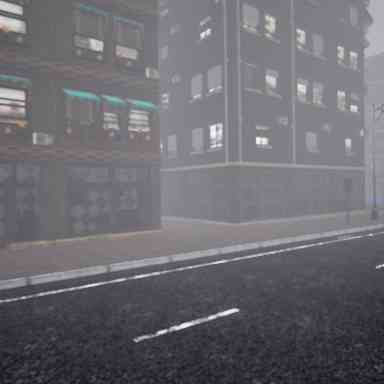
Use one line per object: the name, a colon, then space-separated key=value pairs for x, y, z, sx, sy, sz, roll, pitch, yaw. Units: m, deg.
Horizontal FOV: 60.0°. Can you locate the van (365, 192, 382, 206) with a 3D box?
van: x=22.794 y=0.900 z=43.799 sx=1.690 sy=1.788 sz=3.998 roll=-2 pitch=1 yaw=-36
